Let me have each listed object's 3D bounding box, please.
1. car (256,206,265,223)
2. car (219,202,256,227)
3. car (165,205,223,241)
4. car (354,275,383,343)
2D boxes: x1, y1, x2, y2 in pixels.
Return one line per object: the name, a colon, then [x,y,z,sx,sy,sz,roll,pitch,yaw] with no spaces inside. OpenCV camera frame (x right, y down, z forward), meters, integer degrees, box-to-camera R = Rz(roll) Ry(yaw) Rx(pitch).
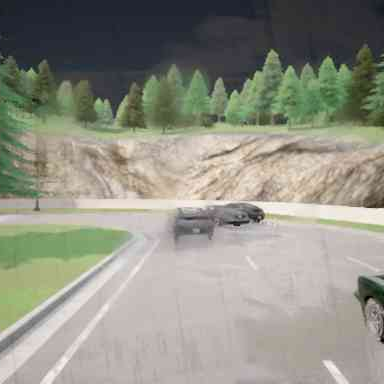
car: [3.223,1.527,25.144,1.837,1.490,4.892,2,-1,-38]
car: [1.477,1.560,22.361,2.033,1.411,5.357,0,0,-35]
car: [-0.228,1.494,16.867,2.128,1.511,4.902,1,0,-10]
car: [3.648,1.620,3.516,1.895,1.301,4.718,0,0,1]
